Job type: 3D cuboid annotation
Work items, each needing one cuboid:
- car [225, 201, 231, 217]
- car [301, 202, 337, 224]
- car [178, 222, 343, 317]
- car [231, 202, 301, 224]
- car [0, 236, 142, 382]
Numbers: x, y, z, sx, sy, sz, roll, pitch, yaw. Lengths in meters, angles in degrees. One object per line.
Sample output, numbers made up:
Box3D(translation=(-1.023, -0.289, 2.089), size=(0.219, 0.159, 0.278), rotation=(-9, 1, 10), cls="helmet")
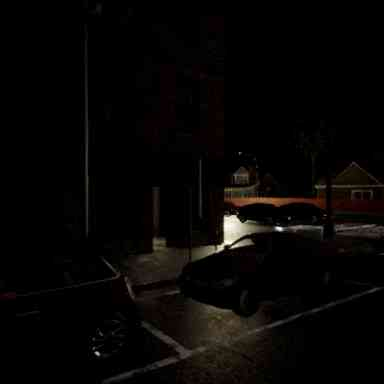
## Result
Box3D(translation=(3.197, 1.609, 33.322), size=(1.882, 1.535, 5.008), rotation=(0, 0, -35), cls="car")
Box3D(translation=(8.654, 1.577, 25.689), size=(1.837, 1.490, 4.892), rotation=(0, 0, -36), cls="car")
Box3D(translation=(1.686, 1.578, 7.392), size=(4.206, 1.307, 1.802), rotation=(0, 0, -36), cls="car")
Box3D(translation=(5.344, 1.588, 24.753), size=(1.837, 1.490, 4.892), rotation=(0, 0, -33), cls="car")
Box3D(translation=(-2.806, 1.440, 4.186), size=(4.097, 1.590, 1.967), rotation=(0, 0, -36), cls="car")
